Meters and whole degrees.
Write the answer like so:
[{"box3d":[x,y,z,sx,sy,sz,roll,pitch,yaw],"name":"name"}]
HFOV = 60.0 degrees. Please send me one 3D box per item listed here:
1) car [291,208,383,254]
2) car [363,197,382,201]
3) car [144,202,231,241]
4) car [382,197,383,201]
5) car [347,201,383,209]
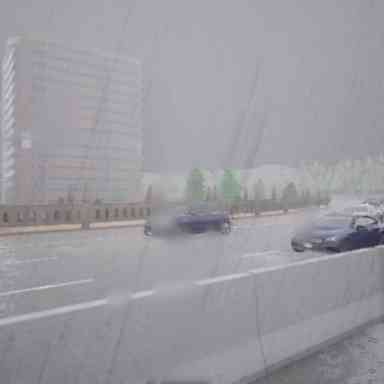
[{"box3d":[5.713,1.526,12.614,4.674,1.442,1.812,0,0,-38],"name":"car"},{"box3d":[26.480,1.508,48.999,1.837,1.490,4.892,0,0,26],"name":"car"},{"box3d":[-0.178,1.353,16.940,4.553,1.767,2.097,0,0,-38],"name":"car"},{"box3d":[33.941,1.546,57.572,1.812,1.442,4.674,0,0,19],"name":"car"},{"box3d":[11.087,1.527,21.897,4.674,1.442,1.812,0,0,-44],"name":"car"}]
